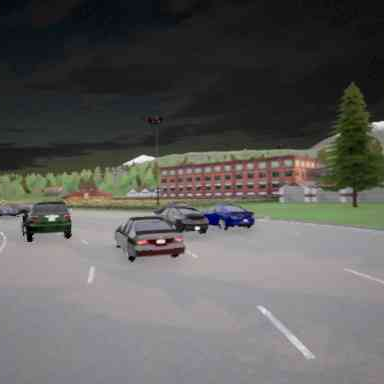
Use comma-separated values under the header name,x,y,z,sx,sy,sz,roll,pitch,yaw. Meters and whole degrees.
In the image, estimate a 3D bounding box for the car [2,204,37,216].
name,x,y,z,sx,sy,sz,roll,pitch,yaw
car,-22.248,2.273,42.901,5.357,1.411,2.033,-2,0,39

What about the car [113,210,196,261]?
name,x,y,z,sx,sy,sz,roll,pitch,yaw
car,-1.854,1.653,12.942,2.033,1.411,5.357,-1,0,-20

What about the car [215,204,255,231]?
name,x,y,z,sx,sy,sz,roll,pitch,yaw
car,1.993,1.534,21.331,1.882,1.535,5.008,0,-1,-26

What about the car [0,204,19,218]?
name,x,y,z,sx,sy,sz,roll,pitch,yaw
car,-21.785,2.239,38.024,5.357,1.411,2.033,-2,0,38

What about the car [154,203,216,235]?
name,x,y,z,sx,sy,sz,roll,pitch,yaw
car,-0.769,1.616,19.078,1.837,1.490,4.892,1,-1,-25

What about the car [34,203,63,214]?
name,x,y,z,sx,sy,sz,roll,pitch,yaw
car,-19.504,2.236,45.133,4.181,1.385,1.994,-2,0,40

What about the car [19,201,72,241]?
name,x,y,z,sx,sy,sz,roll,pitch,yaw
car,-8.381,1.510,18.979,2.150,2.045,5.566,0,-1,-30
